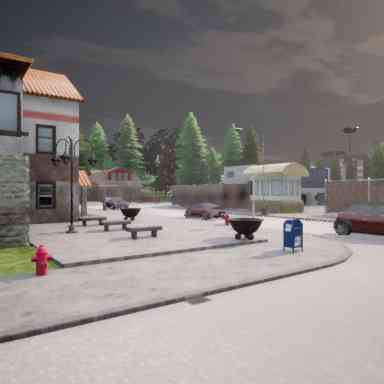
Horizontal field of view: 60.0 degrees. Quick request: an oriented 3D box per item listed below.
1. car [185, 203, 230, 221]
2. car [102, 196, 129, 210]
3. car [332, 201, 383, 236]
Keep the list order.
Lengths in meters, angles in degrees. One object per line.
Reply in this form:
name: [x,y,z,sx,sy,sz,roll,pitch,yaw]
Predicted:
car: [1.174,1.564,27.254,1.994,1.385,4.181,0,0,-35]
car: [-9.853,1.355,42.880,2.097,1.767,4.553,0,0,-35]
car: [9.379,1.351,16.128,2.097,1.767,4.553,0,0,-40]
